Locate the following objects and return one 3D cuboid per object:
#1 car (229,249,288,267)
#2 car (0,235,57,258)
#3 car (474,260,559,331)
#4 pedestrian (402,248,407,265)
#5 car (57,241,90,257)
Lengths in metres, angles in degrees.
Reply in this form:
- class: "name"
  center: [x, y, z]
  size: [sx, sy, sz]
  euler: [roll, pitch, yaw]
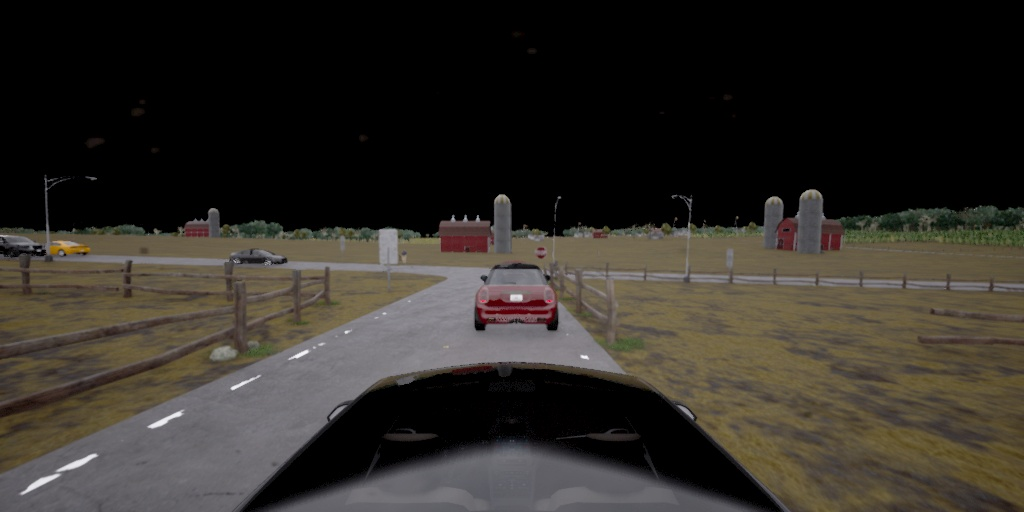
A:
- class: "car"
  center: [-23.952, 0.131, 33.982]
  size: [4.892, 1.490, 1.837]
  euler: [2, 3, 0]
- class: "car"
  center: [-47.794, -0.923, 34.157]
  size: [5.566, 2.045, 2.150]
  euler: [1, 3, 1]
- class: "car"
  center: [0.108, 0.977, 10.651]
  size: [2.097, 1.767, 4.553]
  euler: [0, 1, 0]
- class: "pedestrian"
  center: [-11.981, 0.023, 39.870]
  size: [0.375, 1.860, 0.375]
  euler: [0, 2, 0]
- class: "car"
  center: [-46.716, -0.805, 36.985]
  size: [5.008, 1.535, 1.882]
  euler: [2, 3, 1]
